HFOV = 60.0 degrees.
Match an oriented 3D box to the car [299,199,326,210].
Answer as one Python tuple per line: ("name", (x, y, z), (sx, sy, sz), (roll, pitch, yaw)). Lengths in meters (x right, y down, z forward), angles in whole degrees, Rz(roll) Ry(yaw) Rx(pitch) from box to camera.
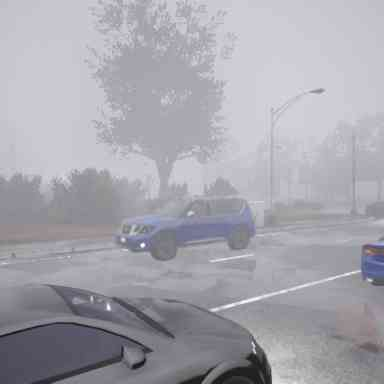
("car", (14.698, 1.600, 42.723), (1.895, 1.301, 4.718), (0, 0, -33))

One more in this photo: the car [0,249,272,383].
("car", (-1.251, 1.564, 2.856), (4.181, 1.385, 1.994), (0, 0, -36))

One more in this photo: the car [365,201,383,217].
("car", (17.325, 1.525, 29.265), (1.812, 1.442, 4.674), (1, 0, -10))

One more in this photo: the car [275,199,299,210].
("car", (10.752, 1.599, 42.394), (1.895, 1.301, 4.718), (0, 0, -33))

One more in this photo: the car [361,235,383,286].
("car", (6.126, 1.478, 8.155), (5.008, 1.535, 1.882), (0, 0, -36))

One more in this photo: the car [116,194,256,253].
("car", (-0.019, 1.221, 12.585), (5.566, 2.045, 2.150), (0, 0, -35))
